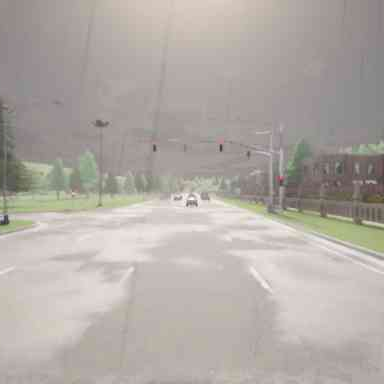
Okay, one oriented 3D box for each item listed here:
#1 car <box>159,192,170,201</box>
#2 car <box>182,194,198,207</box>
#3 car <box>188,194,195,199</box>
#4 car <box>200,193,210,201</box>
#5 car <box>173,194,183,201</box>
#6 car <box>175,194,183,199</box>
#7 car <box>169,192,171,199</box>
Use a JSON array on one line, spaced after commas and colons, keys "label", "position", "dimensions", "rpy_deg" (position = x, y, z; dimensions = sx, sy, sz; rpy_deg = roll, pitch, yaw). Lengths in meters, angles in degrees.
[{"label": "car", "position": [-7.027, 1.383, 81.573], "dimensions": [1.812, 1.442, 4.674], "rpy_deg": [0, 0, 0]}, {"label": "car", "position": [-0.017, 1.465, 50.546], "dimensions": [2.033, 1.411, 5.357], "rpy_deg": [0, 0, 0]}, {"label": "car", "position": [-0.030, 1.183, 91.579], "dimensions": [1.837, 1.490, 4.892], "rpy_deg": [0, 0, 0]}, {"label": "car", "position": [3.473, 1.454, 81.607], "dimensions": [1.895, 1.301, 4.718], "rpy_deg": [0, 0, 0]}, {"label": "car", "position": [-3.527, 1.412, 81.575], "dimensions": [1.994, 1.385, 4.181], "rpy_deg": [0, 0, 0]}, {"label": "car", "position": [-3.530, 1.222, 91.578], "dimensions": [2.033, 1.411, 5.357], "rpy_deg": [0, 0, 0]}, {"label": "car", "position": [-7.030, 0.908, 91.606], "dimensions": [2.150, 2.045, 5.566], "rpy_deg": [0, 0, 0]}]
